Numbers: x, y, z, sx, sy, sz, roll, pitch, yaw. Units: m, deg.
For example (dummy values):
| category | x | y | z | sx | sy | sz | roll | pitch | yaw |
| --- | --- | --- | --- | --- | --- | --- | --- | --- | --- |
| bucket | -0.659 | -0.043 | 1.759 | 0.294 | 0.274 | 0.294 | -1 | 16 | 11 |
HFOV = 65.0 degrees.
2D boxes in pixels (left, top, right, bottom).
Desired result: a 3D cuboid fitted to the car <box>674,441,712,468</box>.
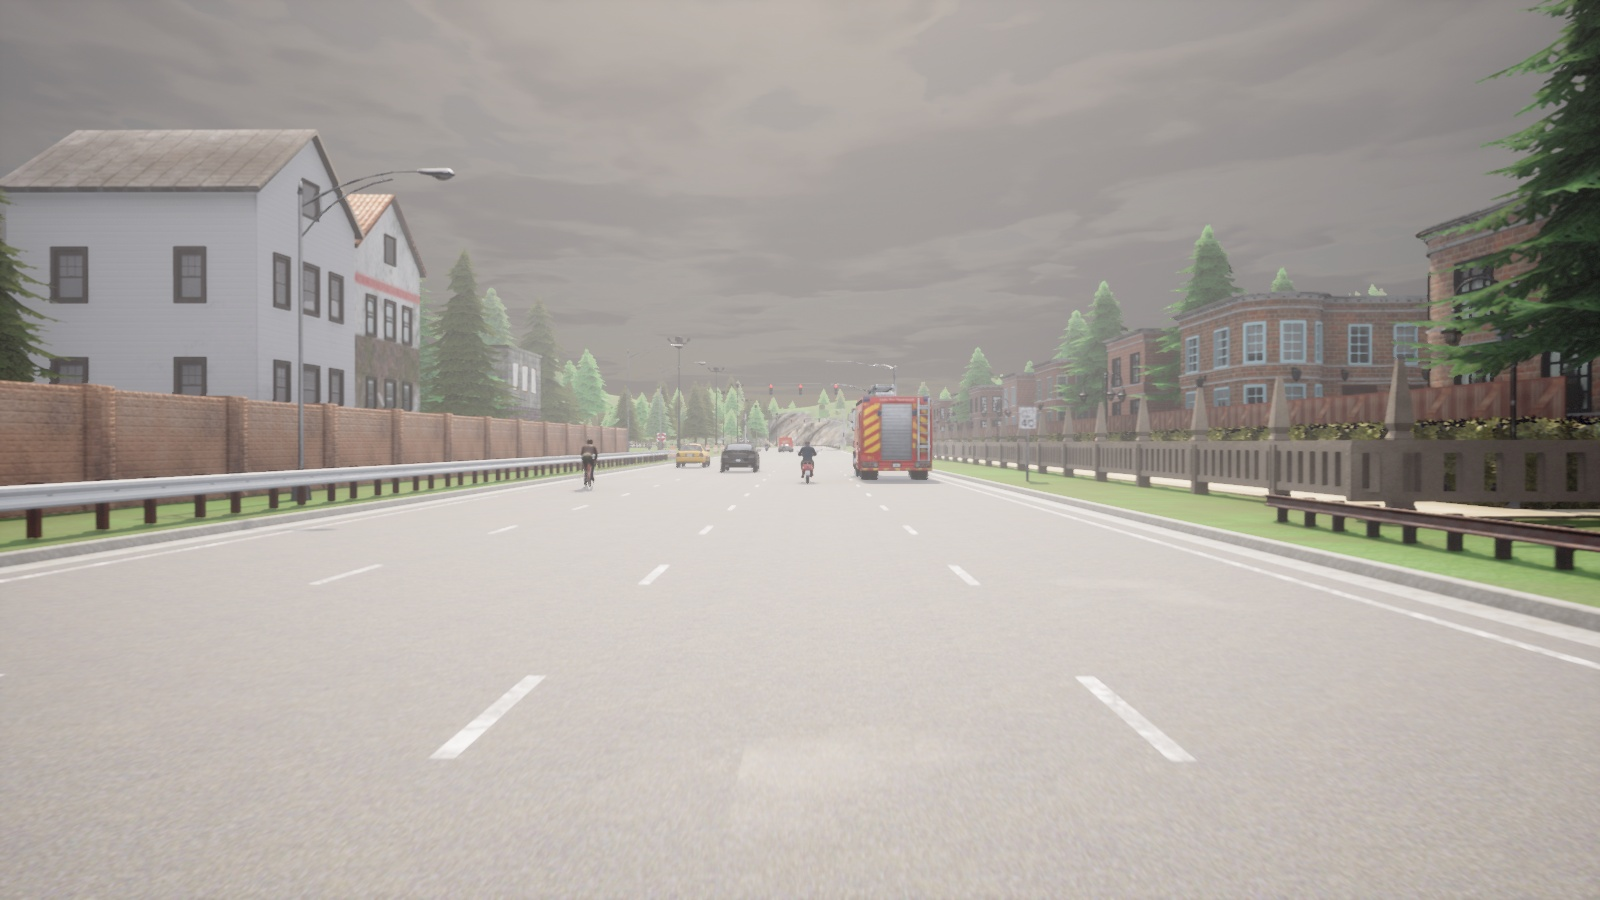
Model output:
| category | x | y | z | sx | sy | sz | roll | pitch | yaw |
| --- | --- | --- | --- | --- | --- | --- | --- | --- | --- |
| car | -6.545 | 0.245 | 77.205 | 1.801 | 1.575 | 5.366 | 0 | 0 | 0 |

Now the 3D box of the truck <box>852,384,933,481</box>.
| category | x | y | z | sx | sy | sz | roll | pitch | yaw |
| --- | --- | --- | --- | --- | --- | --- | --- | --- | --- |
| truck | 3.824 | -0.719 | 53.847 | 2.891 | 3.827 | 8.468 | 0 | 0 | 0 |

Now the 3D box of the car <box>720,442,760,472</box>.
| category | x | y | z | sx | sy | sz | roll | pitch | yaw |
| --- | --- | --- | --- | --- | --- | --- | --- | --- | --- |
| car | -3.109 | 0.350 | 65.959 | 1.882 | 1.535 | 5.008 | 0 | 0 | 0 |

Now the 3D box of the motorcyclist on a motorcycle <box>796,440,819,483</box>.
| category | x | y | z | sx | sy | sz | roll | pitch | yaw |
| --- | --- | --- | --- | --- | --- | --- | --- | --- | --- |
| motorcyclist on a motorcycle | 0.286 | 0.433 | 47.444 | 0.866 | 1.590 | 1.817 | 0 | 0 | 0 |
